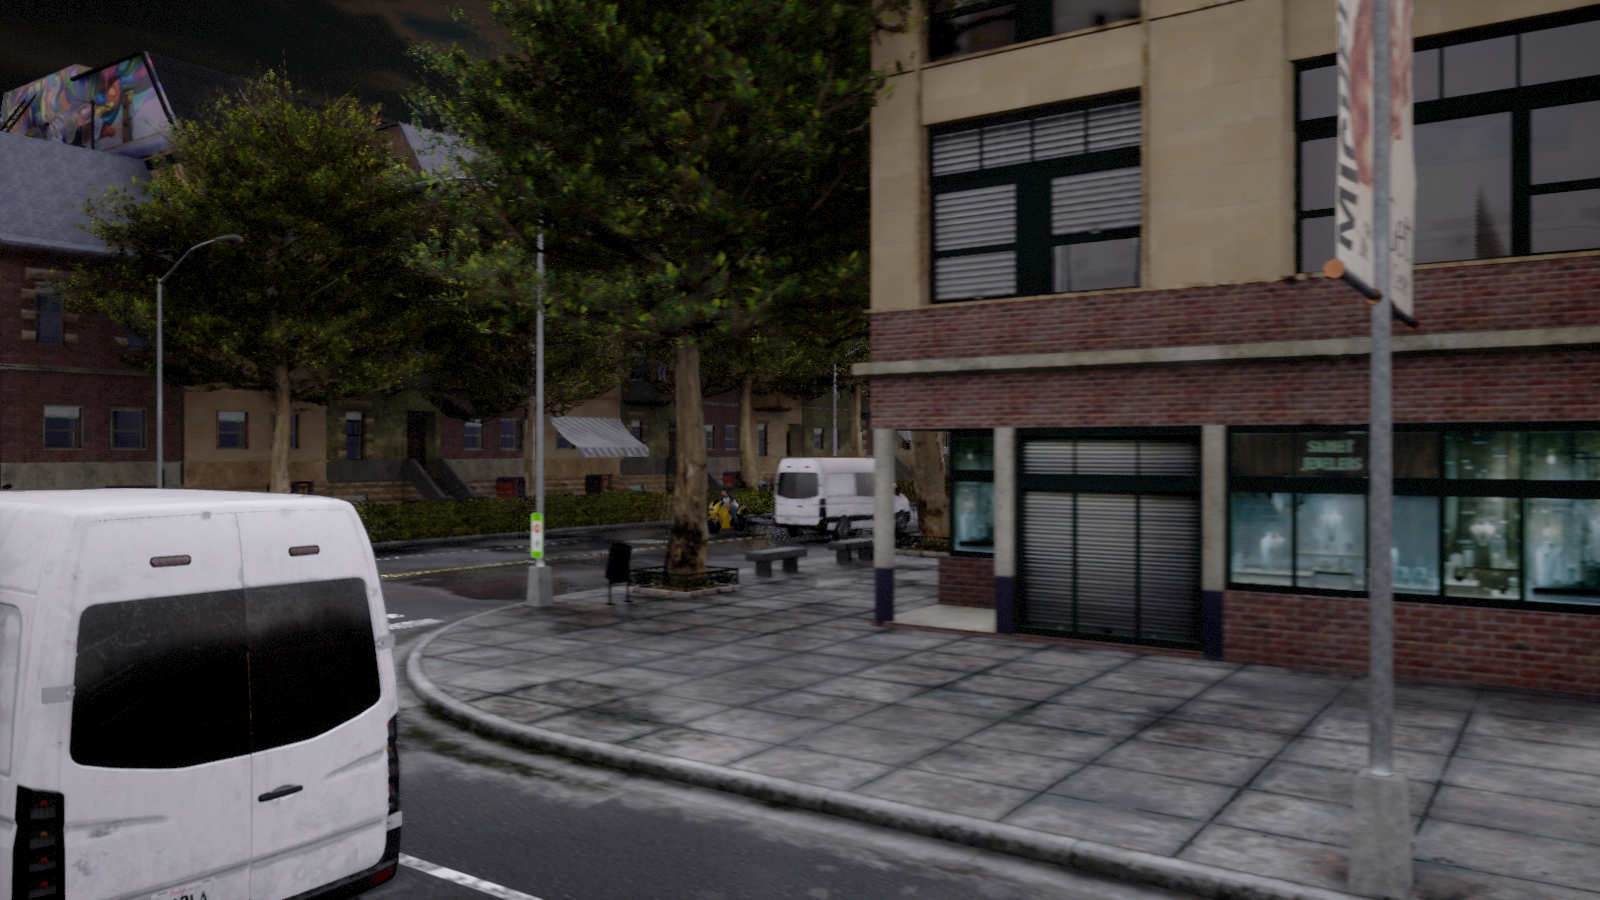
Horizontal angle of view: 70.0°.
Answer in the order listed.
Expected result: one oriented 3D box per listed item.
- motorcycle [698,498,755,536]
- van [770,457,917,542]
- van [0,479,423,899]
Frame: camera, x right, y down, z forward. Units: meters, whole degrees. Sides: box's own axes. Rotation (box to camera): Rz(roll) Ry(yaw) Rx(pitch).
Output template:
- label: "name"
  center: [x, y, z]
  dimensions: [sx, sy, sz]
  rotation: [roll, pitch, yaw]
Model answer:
- label: "motorcycle"
  center: [-2.444, 2.213, 38.231]
  dimensions: [0.803, 1.145, 2.033]
  rotation: [0, 0, 35]
- label: "van"
  center: [1.563, 1.534, 37.908]
  dimensions: [1.988, 2.561, 5.915]
  rotation: [0, 0, 35]
- label: "van"
  center: [-5.140, 1.534, 7.396]
  dimensions: [5.915, 2.561, 1.988]
  rotation: [0, 0, 35]
